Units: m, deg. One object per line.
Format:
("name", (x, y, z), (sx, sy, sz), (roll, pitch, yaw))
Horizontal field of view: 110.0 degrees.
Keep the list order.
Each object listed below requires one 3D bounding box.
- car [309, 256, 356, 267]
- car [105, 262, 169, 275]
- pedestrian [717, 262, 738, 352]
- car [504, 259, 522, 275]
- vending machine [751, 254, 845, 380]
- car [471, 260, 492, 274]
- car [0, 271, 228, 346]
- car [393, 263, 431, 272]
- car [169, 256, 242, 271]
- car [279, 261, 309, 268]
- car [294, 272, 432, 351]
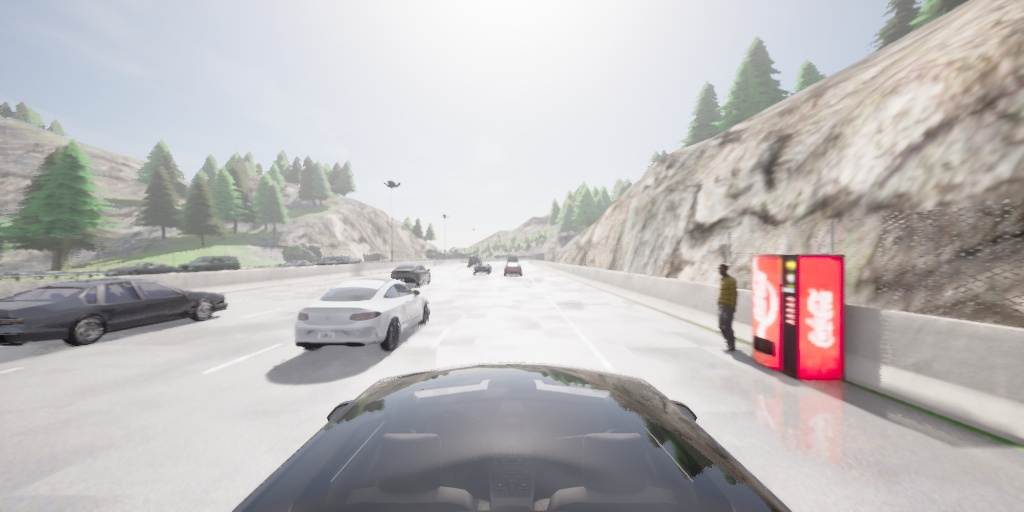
("car", (-21.058, 0.999, 42.378), (2.150, 2.045, 5.566), (0, 0, 1))
("car", (-31.562, 1.253, 30.680), (2.128, 1.511, 4.902), (0, 0, 0))
("pedestrian", (4.436, 1.055, 7.406), (0.375, 1.860, 0.375), (0, 0, 0))
("car", (0.100, 1.364, 39.518), (1.994, 1.385, 4.181), (0, 0, 0))
("vending machine", (5.001, 0.956, 6.355), (1.100, 2.100, 0.880), (0, 0, 0))
("car", (-3.373, 1.402, 42.216), (1.895, 1.301, 4.718), (0, 0, 0))
("car", (-10.313, 1.299, 9.328), (2.033, 1.411, 5.357), (0, 0, 0))
("car", (-6.892, 1.278, 24.839), (1.837, 1.490, 4.892), (0, 0, 0))
("car", (-28.064, 0.989, 33.461), (2.150, 2.045, 5.566), (0, 0, 0))
("car", (-24.560, 1.272, 40.917), (2.128, 1.511, 4.902), (0, 0, 0))
("car", (-3.392, 1.282, 8.862), (1.812, 1.442, 4.674), (0, 0, 0))
